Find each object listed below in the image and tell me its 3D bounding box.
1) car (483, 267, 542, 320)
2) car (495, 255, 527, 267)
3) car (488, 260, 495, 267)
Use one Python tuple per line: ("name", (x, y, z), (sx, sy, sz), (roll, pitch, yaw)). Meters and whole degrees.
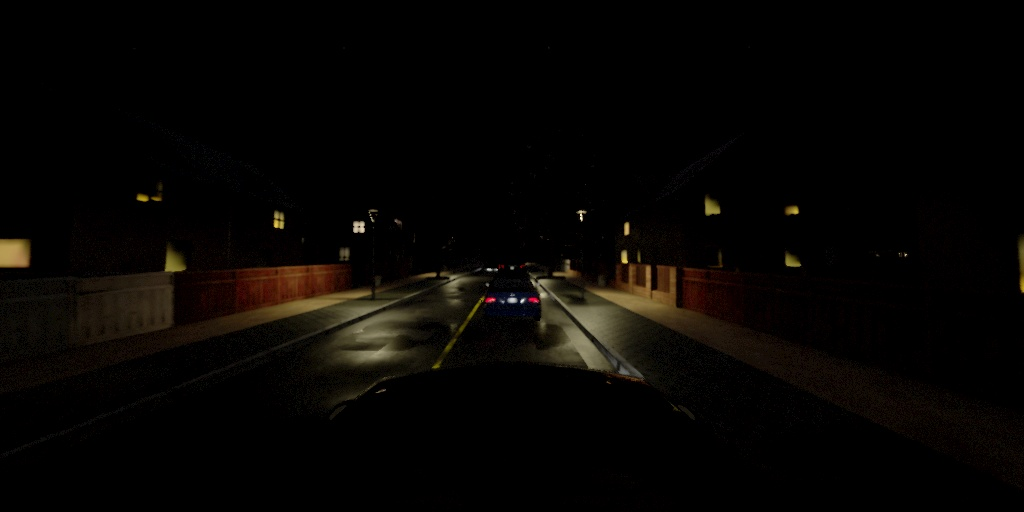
("car", (0.023, 1.283, 12.534), (2.033, 1.411, 5.357), (0, 0, 0))
("car", (0.033, 0.948, 28.553), (2.150, 2.045, 5.566), (0, 0, 0))
("car", (-2.767, 1.285, 56.732), (2.033, 1.411, 5.357), (0, 0, 1))
